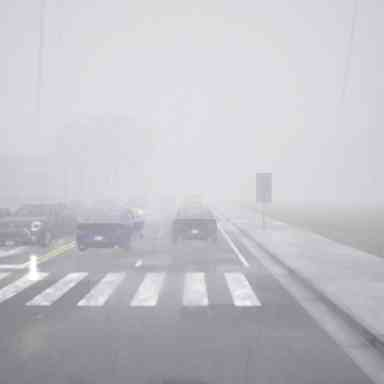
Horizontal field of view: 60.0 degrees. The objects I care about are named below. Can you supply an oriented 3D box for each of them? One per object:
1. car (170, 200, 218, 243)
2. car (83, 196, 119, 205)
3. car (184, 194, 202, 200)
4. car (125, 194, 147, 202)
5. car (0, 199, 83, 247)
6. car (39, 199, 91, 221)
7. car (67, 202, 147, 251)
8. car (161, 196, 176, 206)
[{"bbox_3d":[0.110,1.363,15.319,1.882,1.535,5.008,0,0,0],"label":"car"},{"bbox_3d":[-6.576,1.291,24.573,1.882,1.535,5.008,0,1,0],"label":"car"},{"bbox_3d":[0.126,1.057,38.540,2.097,1.767,4.553,0,0,0],"label":"car"},{"bbox_3d":[-6.548,1.054,39.012,2.097,1.767,4.553,0,0,0],"label":"car"},{"bbox_3d":[-6.586,1.245,14.269,2.097,1.767,4.553,0,0,0],"label":"car"},{"bbox_3d":[-9.825,1.347,26.300,2.033,1.411,5.357,0,0,0],"label":"car"},{"bbox_3d":[-3.138,1.376,13.609,1.882,1.535,5.008,0,0,0],"label":"car"},{"bbox_3d":[-3.222,1.197,45.743,2.033,1.411,5.357,0,0,0],"label":"car"}]
